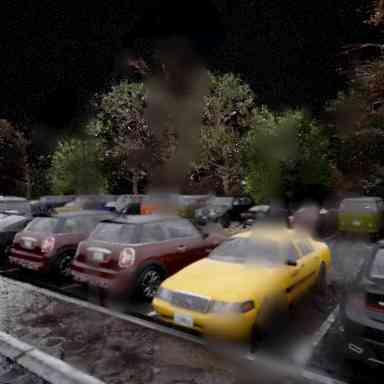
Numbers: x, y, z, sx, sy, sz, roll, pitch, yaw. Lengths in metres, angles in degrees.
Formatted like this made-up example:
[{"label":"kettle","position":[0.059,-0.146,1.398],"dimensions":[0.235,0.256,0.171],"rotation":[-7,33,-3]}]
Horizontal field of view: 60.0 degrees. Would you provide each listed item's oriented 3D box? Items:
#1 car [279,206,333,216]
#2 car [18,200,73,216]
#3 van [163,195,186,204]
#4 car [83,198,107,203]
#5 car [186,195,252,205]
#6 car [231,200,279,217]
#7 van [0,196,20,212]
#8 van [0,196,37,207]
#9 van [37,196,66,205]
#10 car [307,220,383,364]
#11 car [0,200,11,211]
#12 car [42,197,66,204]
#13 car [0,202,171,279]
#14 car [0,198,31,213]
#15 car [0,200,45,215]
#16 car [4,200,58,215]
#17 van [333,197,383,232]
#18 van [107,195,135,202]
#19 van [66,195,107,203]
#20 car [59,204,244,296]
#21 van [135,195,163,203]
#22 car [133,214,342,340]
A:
[{"label":"car","position":[7.005,1.526,19.285],"dimensions":[2.002,1.452,4.674],"rotation":[0,0,36]},{"label":"car","position":[-15.501,1.618,35.400],"dimensions":[2.231,1.521,4.892],"rotation":[-1,-1,36]},{"label":"van","position":[0.216,1.238,24.293],"dimensions":[1.878,1.987,4.442],"rotation":[0,0,36]},{"label":"car","position":[-6.488,1.468,28.958],"dimensions":[2.097,1.535,5.008],"rotation":[-1,-1,36]},{"label":"car","position":[2.384,1.220,22.562],"dimensions":[2.435,2.045,5.566],"rotation":[0,0,36]},{"label":"car","position":[4.750,1.479,20.895],"dimensions":[2.097,1.535,5.008],"rotation":[0,0,36]},{"label":"van","position":[-24.441,1.540,41.953],"dimensions":[1.878,1.987,4.442],"rotation":[-1,-1,36]},{"label":"van","position":[-9.804,1.232,15.094],"dimensions":[1.878,1.987,4.442],"rotation":[0,0,36]},{"label":"van","position":[-13.181,1.354,33.889],"dimensions":[1.878,1.987,4.442],"rotation":[-1,-1,36]},{"label":"car","position":[3.802,1.504,5.485],"dimensions":[2.231,1.521,4.892],"rotation":[0,0,36]},{"label":"car","position":[-26.762,1.804,43.465],"dimensions":[2.231,1.521,4.892],"rotation":[-1,-1,36]},{"label":"car","position":[-11.101,1.540,32.028],"dimensions":[1.946,1.575,5.366],"rotation":[-1,-1,36]},{"label":"car","position":[-2.983,1.355,10.314],"dimensions":[2.185,1.767,4.553],"rotation":[0,0,36]},{"label":"car","position":[-22.274,1.603,40.220],"dimensions":[2.185,1.767,4.553],"rotation":[-1,-1,36]},{"label":"car","position":[-20.107,1.693,38.700],"dimensions":[2.097,1.535,5.008],"rotation":[-1,-1,36]},{"label":"car","position":[-17.753,1.654,37.014],"dimensions":[2.097,1.535,5.008],"rotation":[-1,-1,36]},{"label":"van","position":[9.224,1.267,17.841],"dimensions":[1.878,1.987,4.442],"rotation":[0,0,36]},{"label":"van","position":[-4.430,1.223,27.334],"dimensions":[1.878,1.987,4.442],"rotation":[0,0,36]},{"label":"van","position":[-8.814,1.280,30.473],"dimensions":[1.878,1.987,4.442],"rotation":[-1,-1,36]},{"label":"car","position":[-0.727,1.362,8.698],"dimensions":[2.185,1.767,4.553],"rotation":[0,0,36]},{"label":"van","position":[-1.935,1.231,25.833],"dimensions":[1.878,1.987,4.442],"rotation":[0,0,36]},{"label":"car","position":[1.441,1.492,6.956],"dimensions":[1.946,1.575,5.366],"rotation":[0,0,36]}]
